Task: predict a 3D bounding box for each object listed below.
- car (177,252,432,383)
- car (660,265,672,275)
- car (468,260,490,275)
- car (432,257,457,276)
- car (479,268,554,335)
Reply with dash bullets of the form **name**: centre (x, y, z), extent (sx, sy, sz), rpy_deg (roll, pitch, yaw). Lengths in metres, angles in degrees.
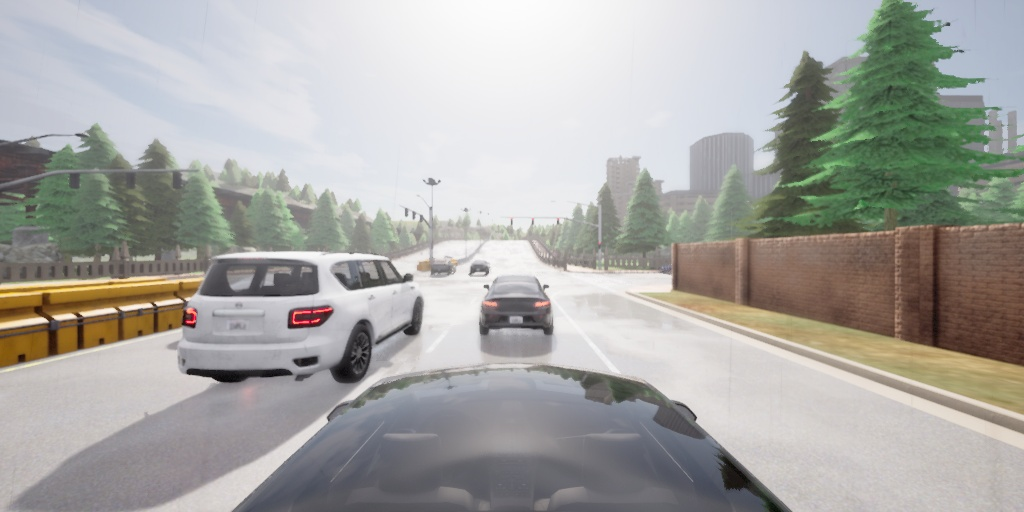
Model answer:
- **car**: centre (-3.413, 0.949, 7.194), extent (2.150, 2.045, 5.566), rpy_deg (0, 0, 1)
- **car**: centre (17.117, 1.139, 35.537), extent (4.674, 1.442, 1.812), rpy_deg (-1, 0, 0)
- **car**: centre (-3.225, 1.135, 36.562), extent (1.812, 1.442, 4.674), rpy_deg (0, 0, 0)
- **car**: centre (-6.719, 1.105, 35.564), extent (2.128, 1.511, 4.902), rpy_deg (0, 0, 0)
- **car**: centre (0.121, 1.241, 10.250), extent (1.812, 1.442, 4.674), rpy_deg (0, 0, 1)
